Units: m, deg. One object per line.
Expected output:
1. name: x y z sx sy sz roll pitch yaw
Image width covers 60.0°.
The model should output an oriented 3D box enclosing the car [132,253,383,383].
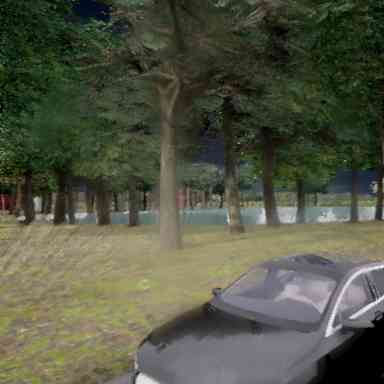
1. car: 1.520 1.655 4.346 4.902 1.511 2.128 1 -3 -41
